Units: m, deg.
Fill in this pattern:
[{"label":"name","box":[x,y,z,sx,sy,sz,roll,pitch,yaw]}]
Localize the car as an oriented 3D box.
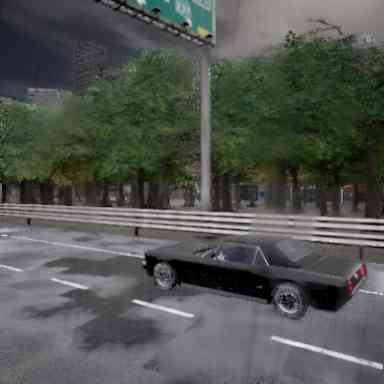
[{"label":"car","box":[1.112,1.603,7.373,4.718,1.301,1.895,0,0,35]}]
